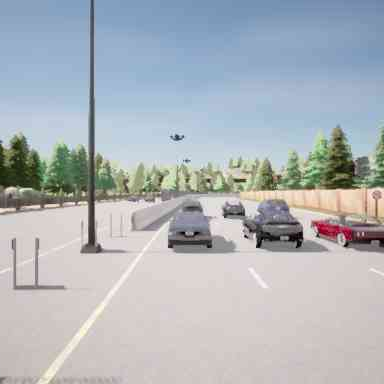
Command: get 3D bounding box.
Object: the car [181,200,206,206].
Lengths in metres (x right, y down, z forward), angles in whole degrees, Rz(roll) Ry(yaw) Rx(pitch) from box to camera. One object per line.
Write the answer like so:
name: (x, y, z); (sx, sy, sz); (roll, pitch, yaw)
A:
car: (0.108, 1.514, 29.526); (1.837, 1.490, 4.892); (0, 0, 1)

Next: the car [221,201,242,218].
car: (3.607, 1.493, 29.445); (2.128, 1.511, 4.902); (0, 0, 1)

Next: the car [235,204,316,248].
car: (3.401, 1.492, 14.694); (2.128, 1.511, 4.902); (0, 0, 0)

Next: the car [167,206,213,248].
car: (-0.099, 1.560, 14.676); (2.033, 1.411, 5.357); (0, 0, 0)

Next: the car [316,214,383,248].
car: (6.901, 1.614, 14.742); (1.895, 1.301, 4.718); (0, 0, 0)

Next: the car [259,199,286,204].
car: (7.105, 1.364, 29.333); (2.097, 1.767, 4.553); (0, 0, 1)

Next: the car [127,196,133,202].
car: (-12.882, 1.503, 73.062); (1.812, 1.442, 4.674); (0, 0, 1)
